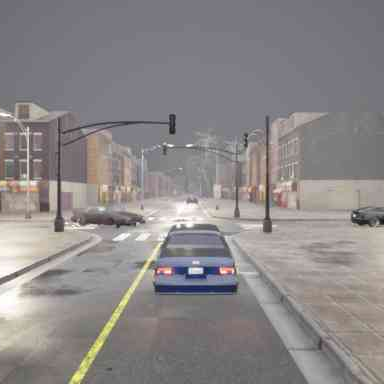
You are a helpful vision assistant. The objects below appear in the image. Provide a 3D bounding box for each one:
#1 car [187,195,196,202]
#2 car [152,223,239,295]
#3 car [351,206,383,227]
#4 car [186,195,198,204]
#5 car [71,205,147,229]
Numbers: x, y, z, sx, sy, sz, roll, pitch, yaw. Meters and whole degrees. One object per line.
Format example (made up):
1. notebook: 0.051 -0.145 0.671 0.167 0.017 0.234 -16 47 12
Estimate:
1. car: -0.092 1.550 75.782 1.882 1.535 5.008 0 0 0
2. car: 0.069 1.549 8.848 2.033 1.411 5.357 0 0 0
3. car: 12.325 1.521 20.981 4.313 1.339 1.947 0 0 0
4. car: 0.023 1.404 63.604 2.097 1.767 4.553 0 0 -1
5. car: -5.545 1.561 21.792 5.357 1.411 2.033 0 0 32
